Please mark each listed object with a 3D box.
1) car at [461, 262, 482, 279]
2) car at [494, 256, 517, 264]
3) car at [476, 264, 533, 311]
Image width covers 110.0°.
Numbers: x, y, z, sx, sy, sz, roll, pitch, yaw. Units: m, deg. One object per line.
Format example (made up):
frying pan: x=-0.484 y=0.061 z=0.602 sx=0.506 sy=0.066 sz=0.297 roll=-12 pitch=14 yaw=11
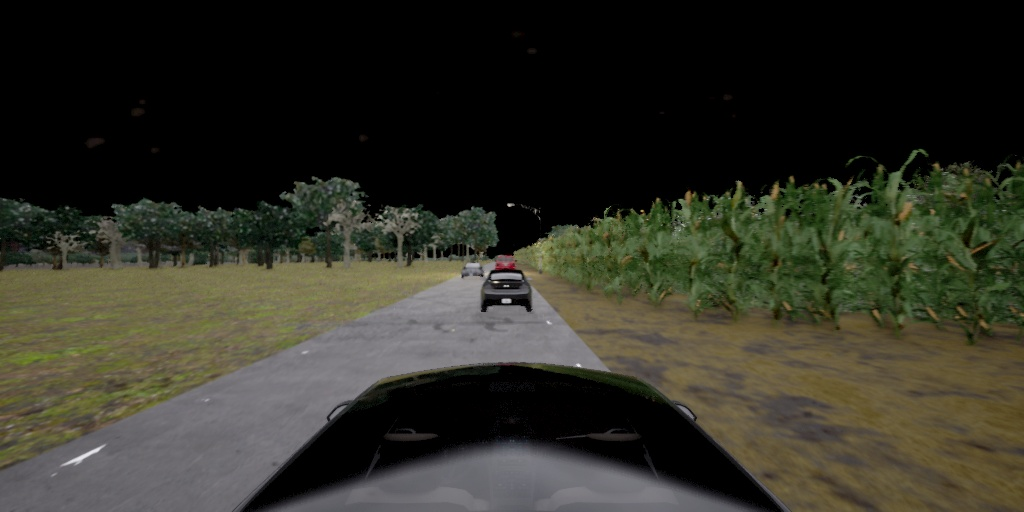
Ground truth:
car: x=-3.519 y=1.298 z=32.785 sx=1.812 sy=1.442 sz=4.674 roll=0 pitch=0 yaw=-1
car: x=-0.677 y=0.995 z=38.261 sx=2.150 sy=2.045 sz=5.566 roll=0 pitch=0 yaw=-1
car: x=-0.228 y=1.260 z=14.414 sx=1.837 sy=1.490 sz=4.892 roll=0 pitch=0 yaw=-1
